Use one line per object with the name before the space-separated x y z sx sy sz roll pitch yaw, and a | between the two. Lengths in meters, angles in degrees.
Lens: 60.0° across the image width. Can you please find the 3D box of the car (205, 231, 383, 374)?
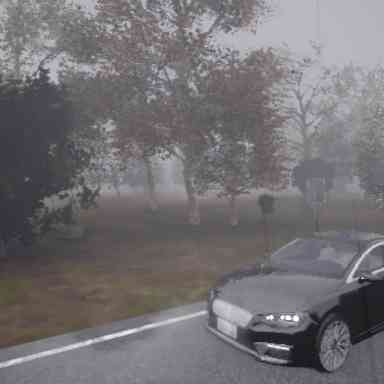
car | 2.471 1.470 5.647 4.902 1.511 2.128 0 0 -34
